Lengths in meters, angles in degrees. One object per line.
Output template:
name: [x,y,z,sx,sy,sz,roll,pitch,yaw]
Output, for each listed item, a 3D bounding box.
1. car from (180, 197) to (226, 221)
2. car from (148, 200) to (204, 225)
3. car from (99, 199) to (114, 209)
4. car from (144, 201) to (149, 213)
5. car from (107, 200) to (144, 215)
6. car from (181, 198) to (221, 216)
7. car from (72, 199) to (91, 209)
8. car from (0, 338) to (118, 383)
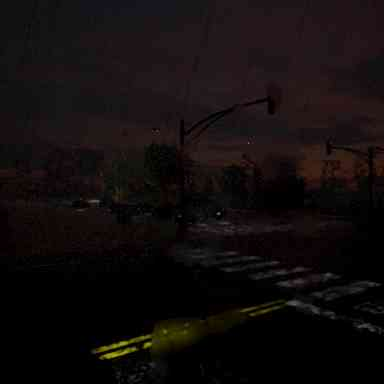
car: [0.717,1.451,29.980,2.150,2.045,5.566,0,0,-33]
car: [-1.434,1.722,27.326,1.882,1.535,5.008,0,0,-33]
car: [-12.637,1.740,50.615,1.882,1.535,5.008,0,1,-32]
car: [-5.537,1.809,39.631,1.994,1.385,4.181,0,0,-32]
car: [-7.390,1.860,36.513,1.895,1.301,4.718,0,0,-33]
car: [0.910,1.571,36.012,2.097,1.767,4.553,0,0,-33]
car: [-17.324,1.830,51.913,2.033,1.411,5.357,0,0,-32]
car: [-2.619,1.512,1.570,4.674,1.442,1.812,1,0,-35]
